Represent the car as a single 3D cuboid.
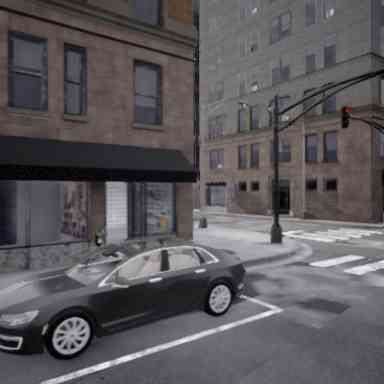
[{"bbox_3d":[-0.981,1.541,5.835,4.403,1.369,2.008,0,0,-36],"label":"car"}]
